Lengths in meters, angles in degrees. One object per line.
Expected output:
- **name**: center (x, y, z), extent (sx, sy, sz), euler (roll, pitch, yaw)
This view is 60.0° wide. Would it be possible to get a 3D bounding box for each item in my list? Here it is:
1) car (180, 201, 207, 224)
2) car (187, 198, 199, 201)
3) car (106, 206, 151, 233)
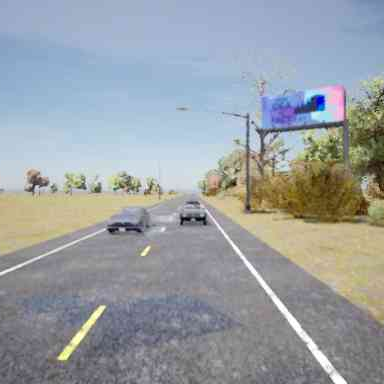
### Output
- **car**: center (0.091, 1.604, 24.778), extent (1.895, 1.301, 4.718), euler (0, 0, 0)
- **car**: center (0.096, 1.510, 43.592), extent (1.837, 1.490, 4.892), euler (0, 0, 0)
- **car**: center (-3.567, 1.551, 19.737), extent (2.033, 1.411, 5.357), euler (0, 0, 0)
